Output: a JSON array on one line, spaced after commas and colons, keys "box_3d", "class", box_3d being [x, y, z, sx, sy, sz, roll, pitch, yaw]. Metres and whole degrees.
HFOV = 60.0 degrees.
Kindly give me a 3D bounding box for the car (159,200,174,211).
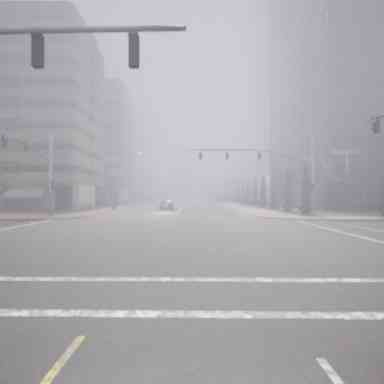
[{"box_3d": [-3.489, 1.804, 46.263, 2.128, 1.511, 4.902, 0, 0, 0], "class": "car"}]
